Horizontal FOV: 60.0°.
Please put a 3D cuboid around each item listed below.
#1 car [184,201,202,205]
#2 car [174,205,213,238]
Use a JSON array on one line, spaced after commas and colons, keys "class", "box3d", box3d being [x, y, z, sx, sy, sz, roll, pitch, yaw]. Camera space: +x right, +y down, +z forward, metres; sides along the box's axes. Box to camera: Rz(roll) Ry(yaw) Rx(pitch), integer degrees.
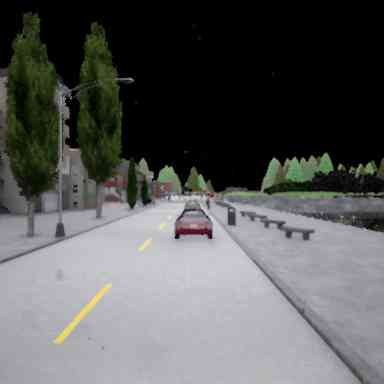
[{"class": "car", "box3d": [0.069, 1.656, 36.457, 2.033, 1.411, 5.357, 0, 0, 0]}, {"class": "car", "box3d": [0.083, 1.618, 18.191, 1.994, 1.385, 4.181, 0, 0, 0]}]
